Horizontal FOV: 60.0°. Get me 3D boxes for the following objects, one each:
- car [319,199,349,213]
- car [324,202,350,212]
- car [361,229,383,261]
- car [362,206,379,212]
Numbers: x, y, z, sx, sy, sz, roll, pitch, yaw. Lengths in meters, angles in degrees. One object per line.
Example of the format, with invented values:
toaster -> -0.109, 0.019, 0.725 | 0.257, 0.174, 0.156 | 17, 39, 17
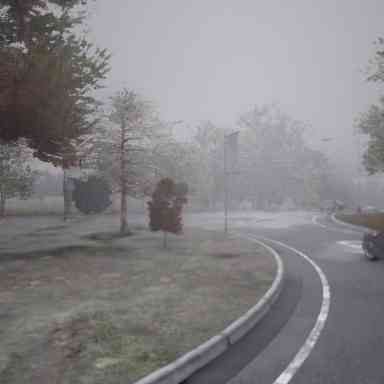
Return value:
car -> 16.322, 1.611, 38.316 | 2.128, 1.511, 4.902 | -1, -2, 43
car -> 21.259, 2.230, 48.693 | 1.895, 1.301, 4.718 | -1, -4, 45
car -> 6.319, 1.496, 8.996 | 2.033, 1.411, 5.357 | -1, 0, 11
car -> 32.053, 3.257, 59.513 | 4.674, 1.442, 1.812 | 6, -5, -45
